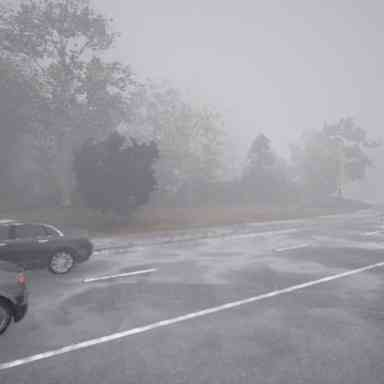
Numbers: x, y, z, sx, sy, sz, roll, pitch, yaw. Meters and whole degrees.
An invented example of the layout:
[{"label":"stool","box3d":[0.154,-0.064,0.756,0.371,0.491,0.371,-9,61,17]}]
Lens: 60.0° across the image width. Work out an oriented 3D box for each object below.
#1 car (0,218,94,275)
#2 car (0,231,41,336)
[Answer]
[{"label":"car","box3d":[-5.158,1.504,8.896,4.892,1.490,1.837,0,0,-35]},{"label":"car","box3d":[-4.729,1.568,4.905,4.181,1.385,1.994,0,0,-35]}]
